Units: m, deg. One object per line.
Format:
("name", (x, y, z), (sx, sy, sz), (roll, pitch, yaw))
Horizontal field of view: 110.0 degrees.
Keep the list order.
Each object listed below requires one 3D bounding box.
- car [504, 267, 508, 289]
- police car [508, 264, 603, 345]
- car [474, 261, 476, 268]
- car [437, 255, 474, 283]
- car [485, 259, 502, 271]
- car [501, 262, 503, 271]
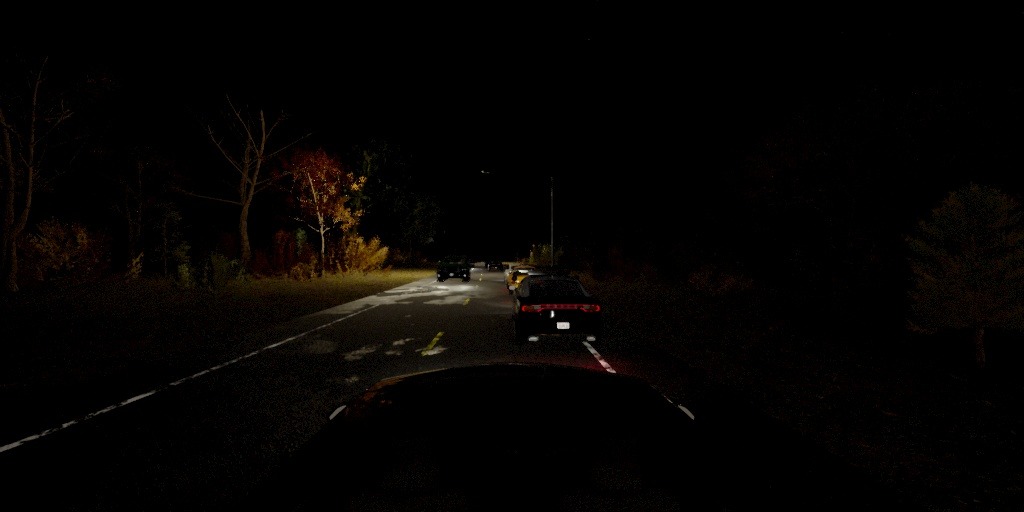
("car", (0.667, 1.200, 19.813), (1.801, 1.575, 5.366), (0, 0, -2))
("police car", (0.964, 1.174, 9.681), (1.930, 1.638, 5.238), (0, 0, -1))
("car", (-7.059, 1.211, 59.092), (2.128, 1.511, 4.902), (0, 0, -7))
("car", (-4.403, 0.962, 27.960), (2.150, 2.045, 5.566), (0, 0, -3))
("car", (-2.225, 1.234, 47.638), (1.837, 1.490, 4.892), (0, 0, -5))
("car", (0.401, 1.264, 25.651), (1.812, 1.442, 4.674), (0, 0, -3))
